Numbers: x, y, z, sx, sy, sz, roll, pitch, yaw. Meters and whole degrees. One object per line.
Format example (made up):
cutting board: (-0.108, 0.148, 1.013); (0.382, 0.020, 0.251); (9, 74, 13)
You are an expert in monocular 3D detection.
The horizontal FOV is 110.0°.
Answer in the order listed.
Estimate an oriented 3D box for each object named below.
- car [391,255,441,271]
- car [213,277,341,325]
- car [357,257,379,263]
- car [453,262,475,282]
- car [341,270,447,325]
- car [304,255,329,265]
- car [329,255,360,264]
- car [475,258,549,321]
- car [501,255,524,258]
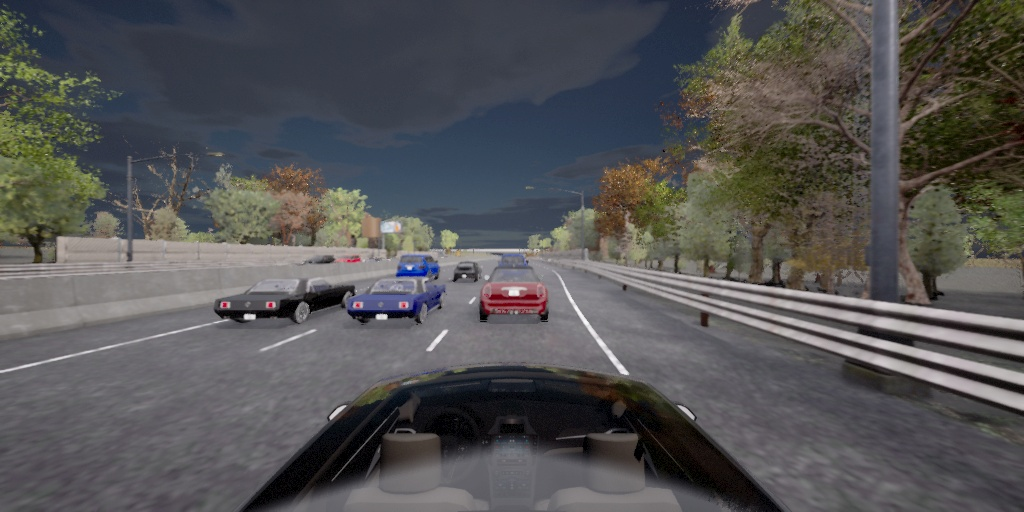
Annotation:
car: (-6.921, 0.902, 26.997); (2.150, 2.045, 5.566); (0, 0, 0)
car: (-6.931, 1.320, 11.732); (1.895, 1.301, 4.718); (0, 0, 0)
car: (-21.024, 1.185, 54.023); (1.994, 1.385, 4.181); (0, 0, 0)
car: (-3.413, 1.182, 28.226); (1.837, 1.490, 4.892); (0, 1, 0)
car: (-3.430, 1.321, 11.723); (1.895, 1.301, 4.718); (0, 0, 0)
car: (-28.021, 0.845, 52.494); (2.150, 2.045, 5.566); (0, 0, 0)
car: (-24.519, 0.842, 53.784); (2.150, 2.045, 5.566); (0, 0, 1)
car: (0.073, 1.070, 12.445); (2.097, 1.767, 4.553); (0, 0, 0)
car: (0.079, 0.902, 27.057); (2.150, 2.045, 5.566); (0, 0, 0)
